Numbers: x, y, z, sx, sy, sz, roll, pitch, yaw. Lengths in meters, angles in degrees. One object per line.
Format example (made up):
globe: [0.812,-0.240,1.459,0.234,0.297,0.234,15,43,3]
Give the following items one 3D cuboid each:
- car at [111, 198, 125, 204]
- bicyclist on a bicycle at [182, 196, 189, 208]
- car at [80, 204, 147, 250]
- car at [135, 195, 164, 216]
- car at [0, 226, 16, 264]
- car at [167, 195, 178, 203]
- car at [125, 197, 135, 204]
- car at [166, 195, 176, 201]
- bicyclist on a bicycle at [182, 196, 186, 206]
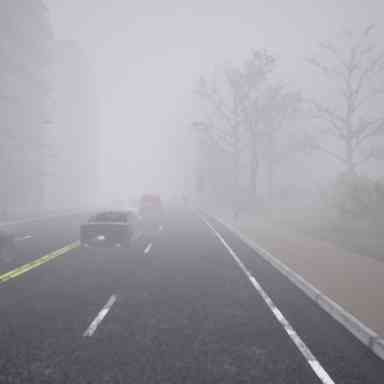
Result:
car: [-12.005,1.657,54.296,1.994,1.385,4.181,0,0,-4]
bicyclist on a bicycle: [-0.716,1.444,46.713,0.659,1.776,1.843,0,0,-4]
car: [-3.336,1.505,14.503,1.882,1.535,5.008,0,0,-1]
car: [-3.982,1.279,33.093,2.150,2.045,5.566,0,0,-3]
car: [-6.681,1.545,9.202,1.812,1.442,4.674,0,0,-1]
car: [-4.141,1.662,75.336,1.994,1.385,4.181,0,0,-6]
car: [-8.489,1.576,50.637,2.128,1.511,4.902,0,0,-4]
car: [-5.568,1.516,87.683,2.033,1.411,5.357,0,0,-8]
bicyclist on a bicycle: [-1.343,1.537,55.218,0.582,1.620,1.656,0,0,-5]
